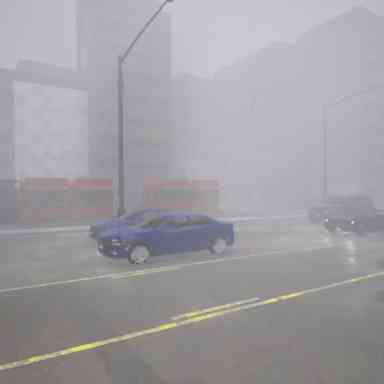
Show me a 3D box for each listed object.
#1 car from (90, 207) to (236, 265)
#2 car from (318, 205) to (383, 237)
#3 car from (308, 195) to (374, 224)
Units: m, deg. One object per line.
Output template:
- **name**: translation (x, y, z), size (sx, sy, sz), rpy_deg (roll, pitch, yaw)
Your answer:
- **car**: translation (-0.745, 1.453, 11.796), size (5.008, 1.535, 1.882), rpy_deg (0, 0, -33)
- **car**: translation (9.410, 1.605, 18.307), size (4.718, 1.301, 1.895), rpy_deg (0, 0, -33)
- **car**: translation (10.548, 1.236, 23.235), size (5.566, 2.045, 2.150), rpy_deg (1, 0, -33)
